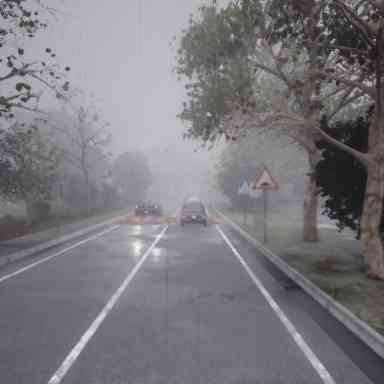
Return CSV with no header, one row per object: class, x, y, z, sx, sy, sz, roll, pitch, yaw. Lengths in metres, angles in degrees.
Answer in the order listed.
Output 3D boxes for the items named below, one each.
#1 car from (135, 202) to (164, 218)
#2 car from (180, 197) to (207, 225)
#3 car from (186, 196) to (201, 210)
car,-3.336,1.403,26.560,1.895,1.301,4.718,1,-6,0
car,0.102,1.396,23.823,2.033,1.411,5.357,0,6,0
car,0.216,1.342,41.950,1.812,1.442,4.674,0,1,1
